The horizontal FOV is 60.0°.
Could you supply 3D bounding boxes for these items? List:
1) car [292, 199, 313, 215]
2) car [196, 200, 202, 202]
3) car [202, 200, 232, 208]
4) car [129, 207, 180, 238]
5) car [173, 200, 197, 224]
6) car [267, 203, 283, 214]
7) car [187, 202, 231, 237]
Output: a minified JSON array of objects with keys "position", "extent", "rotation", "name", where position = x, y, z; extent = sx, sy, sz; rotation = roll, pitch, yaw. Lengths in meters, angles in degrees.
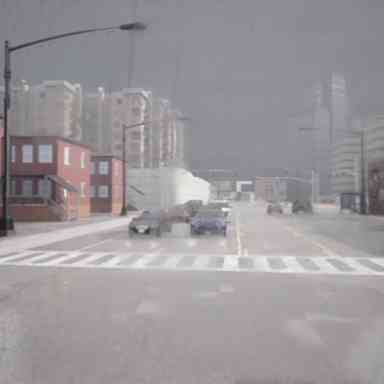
[{"position":[15.342,2.044,46.382],"extent":[2.150,2.045,5.566],"rotation":[0,-1,9],"name":"car"},{"position":[0.366,1.987,41.125],"extent":[2.150,2.045,5.566],"rotation":[0,-1,8],"name":"car"},{"position":[2.437,1.779,30.262],"extent":[2.150,2.045,5.566],"rotation":[0,-1,7],"name":"car"},{"position":[-2.396,1.880,20.361],"extent":[2.128,1.511,4.902],"rotation":[0,-1,8],"name":"car"},{"position":[-1.052,1.925,30.550],"extent":[2.097,1.767,4.553],"rotation":[0,-1,8],"name":"car"},{"position":[11.995,2.392,48.159],"extent":[1.812,1.442,4.674],"rotation":[0,-1,8],"name":"car"},{"position":[1.182,1.738,20.727],"extent":[2.097,1.767,4.553],"rotation":[0,-1,7],"name":"car"}]
